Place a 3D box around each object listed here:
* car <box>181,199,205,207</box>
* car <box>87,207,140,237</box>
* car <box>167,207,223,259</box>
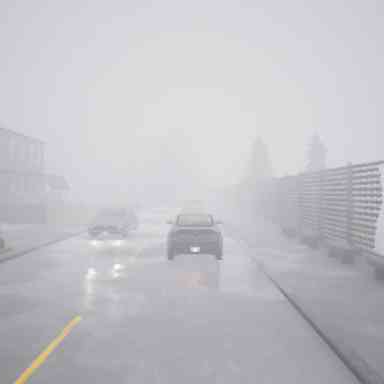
[{"bbox_3d":[0.107,1.383,30.476,2.097,1.767,4.553,0,0,0],"label":"car"},{"bbox_3d":[-4.092,1.567,18.309,2.033,1.411,5.357,0,0,0],"label":"car"},{"bbox_3d":[0.101,1.517,12.613,1.837,1.490,4.892,0,0,0],"label":"car"}]
